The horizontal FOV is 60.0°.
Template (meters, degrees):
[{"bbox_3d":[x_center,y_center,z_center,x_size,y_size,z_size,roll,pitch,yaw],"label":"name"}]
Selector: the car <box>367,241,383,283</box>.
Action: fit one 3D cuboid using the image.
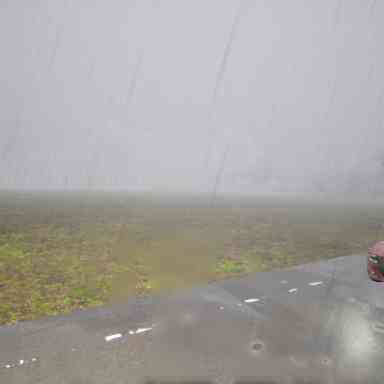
[{"bbox_3d":[6.473,1.491,8.617,5.008,1.535,1.882,0,0,-36],"label":"car"}]
